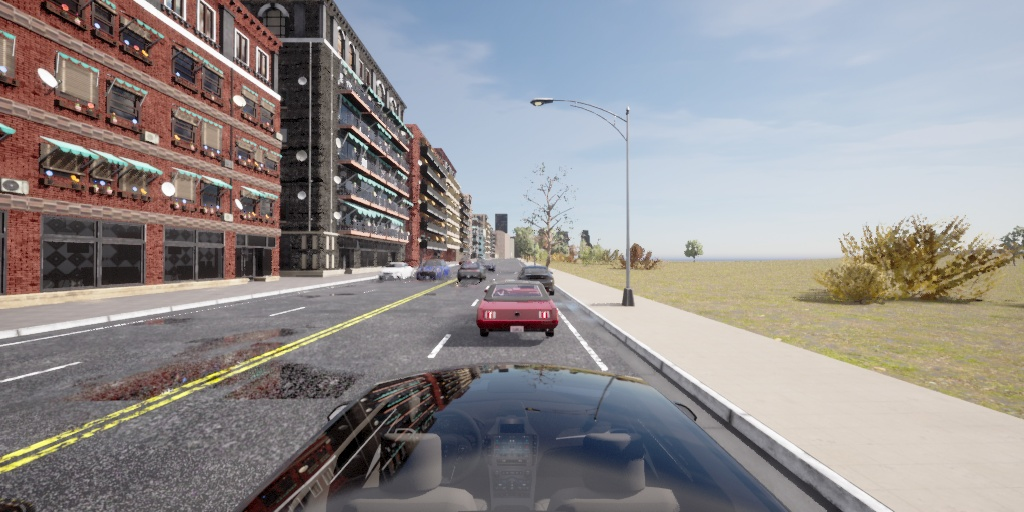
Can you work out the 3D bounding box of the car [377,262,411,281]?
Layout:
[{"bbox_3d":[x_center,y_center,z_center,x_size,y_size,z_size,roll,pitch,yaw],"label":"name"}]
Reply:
[{"bbox_3d":[-9.736,1.278,30.394,1.812,1.442,4.674,0,0,0],"label":"car"}]

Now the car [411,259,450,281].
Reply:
[{"bbox_3d":[-6.487,1.104,29.809,2.097,1.767,4.553,0,0,0],"label":"car"}]

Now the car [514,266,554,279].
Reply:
[{"bbox_3d":[1.207,1.257,19.455,1.837,1.490,4.892,0,0,0],"label":"car"}]

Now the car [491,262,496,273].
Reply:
[{"bbox_3d":[-2.978,1.352,44.314,1.895,1.301,4.718,0,0,0],"label":"car"}]

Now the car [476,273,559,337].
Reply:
[{"bbox_3d":[0.132,1.352,10.254,1.895,1.301,4.718,0,0,0],"label":"car"}]

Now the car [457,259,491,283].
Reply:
[{"bbox_3d":[-3.046,1.243,27.781,2.128,1.511,4.902,0,0,0],"label":"car"}]
